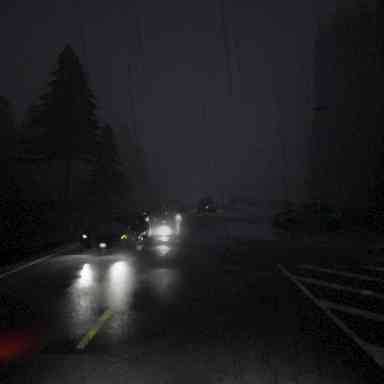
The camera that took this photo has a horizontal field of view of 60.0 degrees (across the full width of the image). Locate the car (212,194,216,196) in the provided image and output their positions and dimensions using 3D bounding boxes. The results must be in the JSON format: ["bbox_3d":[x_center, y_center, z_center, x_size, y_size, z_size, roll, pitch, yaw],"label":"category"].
[{"bbox_3d":[2.205,1.375,48.593,1.837,1.490,4.892,1,0,3],"label":"car"}]

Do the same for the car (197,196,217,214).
[{"bbox_3d":[1.577,1.473,34.580,1.994,1.385,4.181,1,0,3],"label":"car"}]

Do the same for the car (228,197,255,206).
[{"bbox_3d":[7.913,1.465,53.137,4.181,1.381,1.994,1,0,2],"label":"car"}]

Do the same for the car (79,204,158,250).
[{"bbox_3d":[-3.010,1.474,14.295,2.033,1.411,5.357,1,0,3],"label":"car"}]

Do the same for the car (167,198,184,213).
[{"bbox_3d":[-2.007,1.398,34.775,1.812,1.442,4.674,1,0,3],"label":"car"}]

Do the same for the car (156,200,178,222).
[{"bbox_3d":[-2.421,1.564,25.141,1.895,1.301,4.718,1,0,3],"label":"car"}]

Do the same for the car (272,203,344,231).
[{"bbox_3d":[6.907,1.491,20.140,3.988,1.617,1.851,1,0,2],"label":"car"}]
